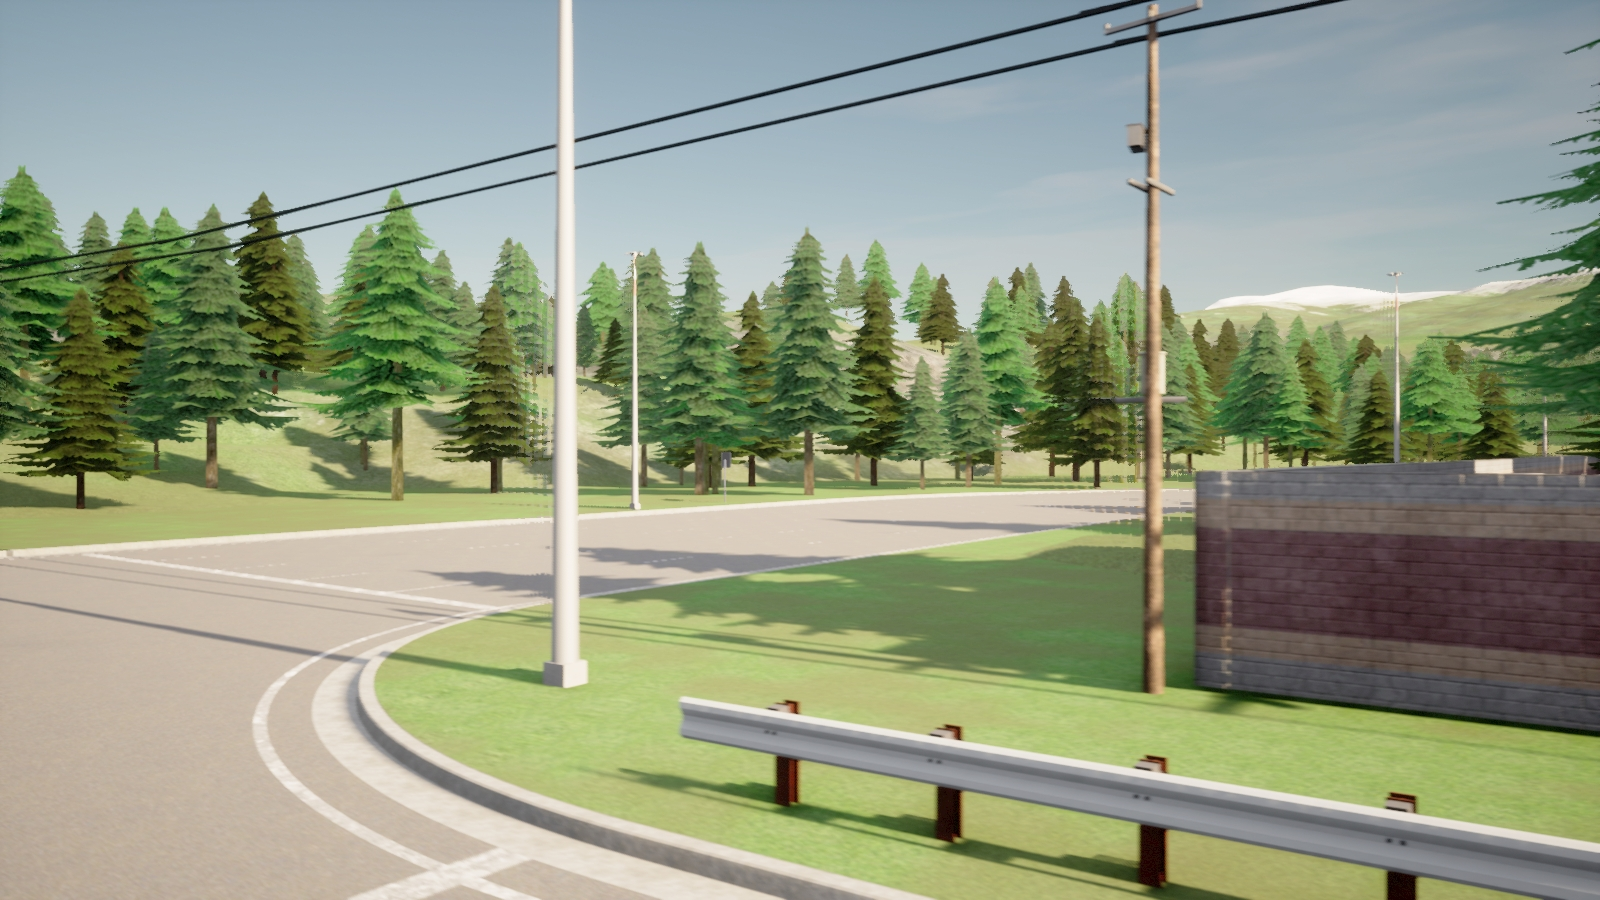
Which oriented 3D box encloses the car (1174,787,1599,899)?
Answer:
[{"bbox_3d":[3.189,1.982,1.553,5.238,1.638,2.097,0,0,35],"label":"car"}]
